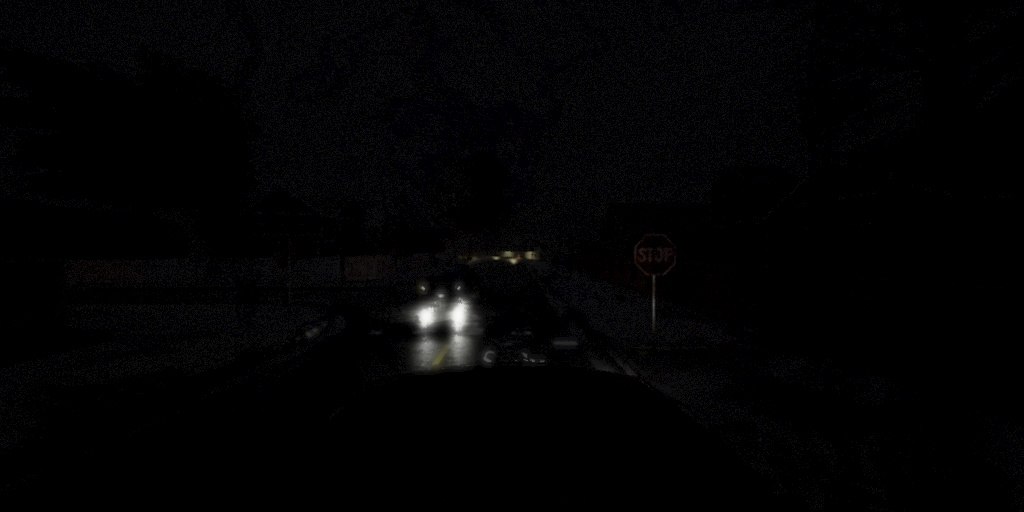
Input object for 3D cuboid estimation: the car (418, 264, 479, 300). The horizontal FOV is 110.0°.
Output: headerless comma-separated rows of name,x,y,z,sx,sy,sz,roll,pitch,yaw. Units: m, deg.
car,-2.609,1.085,16.026,2.033,1.411,5.357,-1,1,1
